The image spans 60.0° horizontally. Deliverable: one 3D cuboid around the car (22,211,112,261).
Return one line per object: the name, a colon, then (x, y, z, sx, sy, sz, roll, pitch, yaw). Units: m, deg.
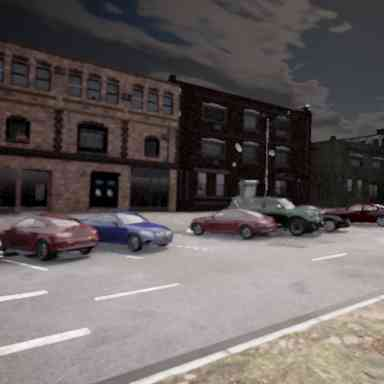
car: (-5.395, 1.522, 12.238, 4.674, 1.452, 2.002, -1, -1, 35)

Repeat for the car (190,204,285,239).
car: (2.077, 1.561, 17.365, 4.674, 1.452, 2.002, -1, -1, 36)

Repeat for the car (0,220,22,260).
car: (-7.870, 1.470, 10.511, 4.892, 1.521, 2.231, -1, -1, 34)

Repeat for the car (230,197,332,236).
car: (4.615, 1.283, 19.040, 5.566, 2.045, 2.435, -1, -1, 36)

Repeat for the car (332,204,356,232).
car: (7.110, 1.548, 20.720, 5.008, 1.535, 2.097, -1, -1, 36)

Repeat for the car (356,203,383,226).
car: (12.185, 1.574, 23.989, 5.008, 1.535, 2.097, -1, -1, 37)

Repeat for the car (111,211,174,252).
car: (-2.915, 1.535, 13.969, 4.674, 1.452, 2.002, -1, -1, 35)
